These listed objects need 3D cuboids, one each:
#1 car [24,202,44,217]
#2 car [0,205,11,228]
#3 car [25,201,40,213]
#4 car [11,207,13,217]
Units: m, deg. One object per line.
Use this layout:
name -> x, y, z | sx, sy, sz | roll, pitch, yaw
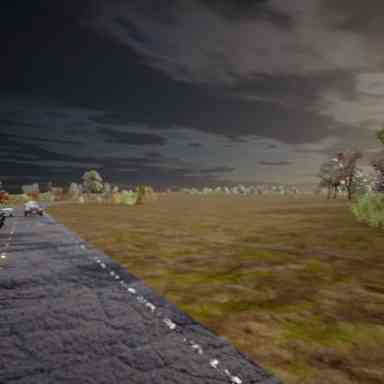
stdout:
car -> -18.351, 2.080, 38.580 | 1.812, 1.442, 4.674 | 0, -1, -26
car -> -14.825, 1.848, 24.436 | 2.128, 1.511, 4.902 | 0, -1, -27
car -> -22.945, 2.160, 47.746 | 1.882, 1.535, 5.008 | 0, -1, -26
car -> -21.498, 2.161, 37.937 | 1.895, 1.301, 4.718 | 0, -1, -27
